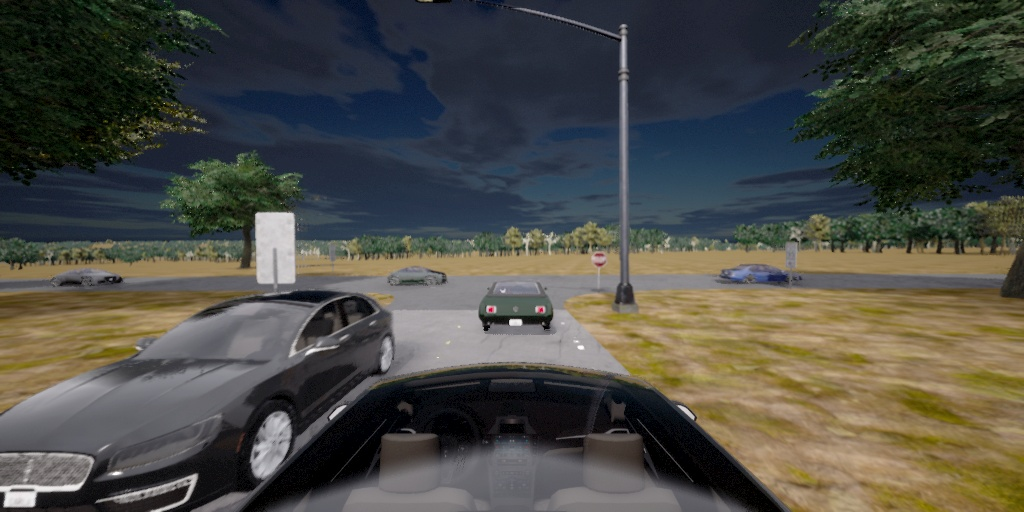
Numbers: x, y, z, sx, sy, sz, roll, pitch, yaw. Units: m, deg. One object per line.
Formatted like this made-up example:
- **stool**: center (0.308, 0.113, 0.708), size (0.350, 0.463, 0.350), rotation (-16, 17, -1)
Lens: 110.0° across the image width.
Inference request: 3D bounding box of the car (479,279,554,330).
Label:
- **car**: center (0.170, 1.348, 11.050), size (1.895, 1.301, 4.718), rotation (0, 0, 2)

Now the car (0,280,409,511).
- **car**: center (-3.002, 1.255, 4.617), size (1.837, 1.490, 4.892), rotation (0, 0, 0)

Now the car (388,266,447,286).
- **car**: center (-6.983, 1.437, 26.573), size (4.181, 1.385, 1.994), rotation (0, 2, 2)

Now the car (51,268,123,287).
- **car**: center (-33.199, 1.645, 28.066), size (4.181, 1.385, 1.994), rotation (-1, 2, 5)

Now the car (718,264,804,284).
- **car**: center (18.259, 1.288, 26.430), size (5.357, 1.411, 2.033), rotation (0, 2, -1)
